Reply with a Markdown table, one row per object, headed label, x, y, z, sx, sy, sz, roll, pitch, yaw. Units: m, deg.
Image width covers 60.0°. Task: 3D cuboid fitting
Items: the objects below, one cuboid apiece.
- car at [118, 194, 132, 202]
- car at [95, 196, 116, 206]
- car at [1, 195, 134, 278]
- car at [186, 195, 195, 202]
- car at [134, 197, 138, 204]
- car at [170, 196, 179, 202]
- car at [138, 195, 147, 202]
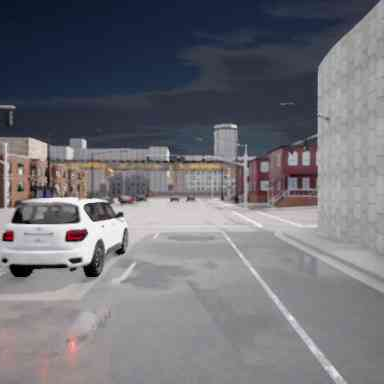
| label | x | y | z | sx | sy | sz | roll | pitch | yaw |
| --- | --- | --- | --- | --- | --- | --- | --- | --- | --- |
| car | -14.222 | 1.308 | 70.548 | 1.882 | 1.535 | 5.008 | 0 | 0 | 0 |
| car | -14.218 | 1.428 | 55.045 | 2.033 | 1.411 | 5.357 | 0 | 0 | 0 |
| car | -3.459 | 1.195 | 10.185 | 2.150 | 2.045 | 5.566 | 0 | -1 | 0 |
| car | -0.225 | 1.350 | 71.491 | 1.812 | 1.442 | 4.674 | 0 | 0 | 0 |
| car | -10.726 | 1.357 | 55.427 | 1.882 | 1.535 | 5.008 | 0 | 0 | 0 |
| car | -3.725 | 1.425 | 71.506 | 1.895 | 1.301 | 4.718 | 0 | 0 | 0 |
| car | -10.724 | 1.387 | 71.063 | 2.033 | 1.411 | 5.357 | 0 | 0 | 0 |
